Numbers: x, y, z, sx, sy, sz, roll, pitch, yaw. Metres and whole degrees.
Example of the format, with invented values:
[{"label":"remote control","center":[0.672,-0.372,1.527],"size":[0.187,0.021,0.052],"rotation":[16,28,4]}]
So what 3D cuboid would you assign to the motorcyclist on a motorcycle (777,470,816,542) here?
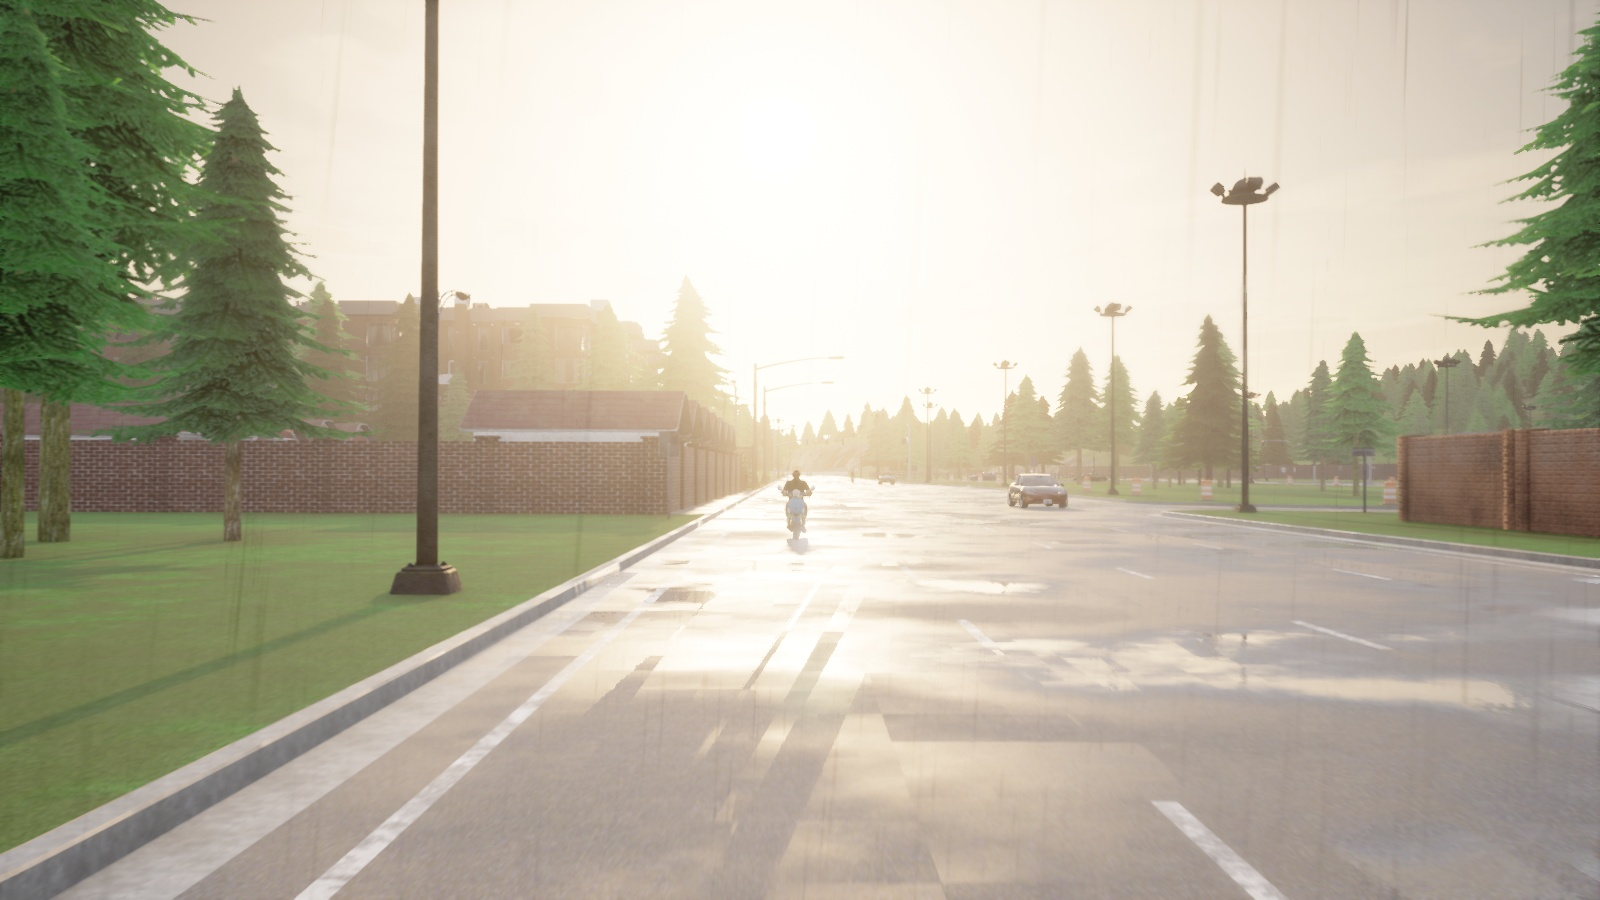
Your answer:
[{"label":"motorcyclist on a motorcycle","center":[-0.076,1.246,28.575],"size":[0.866,1.590,1.817],"rotation":[0,-1,0]}]

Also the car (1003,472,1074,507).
[{"label":"car","center":[10.355,1.691,54.869],"size":[2.163,1.488,4.792],"rotation":[0,-1,0]}]
